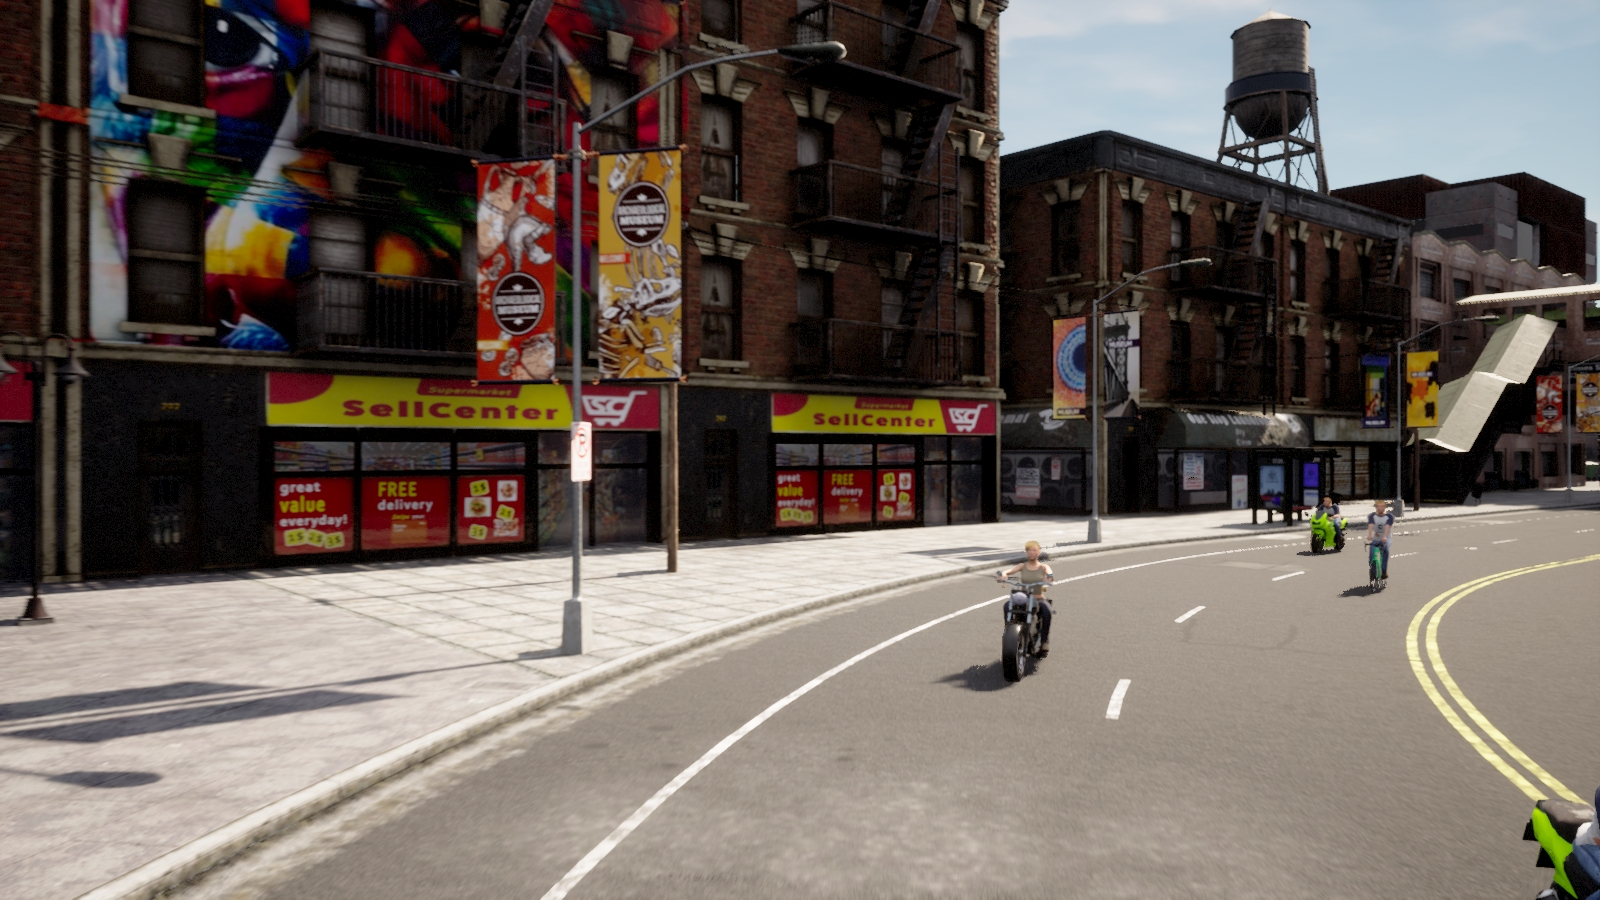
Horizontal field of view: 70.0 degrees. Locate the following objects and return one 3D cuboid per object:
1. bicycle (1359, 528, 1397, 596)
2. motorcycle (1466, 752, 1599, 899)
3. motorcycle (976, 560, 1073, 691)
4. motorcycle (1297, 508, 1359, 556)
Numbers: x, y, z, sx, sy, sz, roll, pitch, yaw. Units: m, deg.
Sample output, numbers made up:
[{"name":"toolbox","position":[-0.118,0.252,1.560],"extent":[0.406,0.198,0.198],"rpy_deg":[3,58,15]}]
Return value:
[{"name":"bicycle","position":[11.517,2.210,22.733],"extent":[0.373,1.196,1.643],"rpy_deg":[1,1,37]},{"name":"motorcycle","position":[3.842,2.214,5.104],"extent":[0.803,1.145,2.033],"rpy_deg":[1,0,9]},{"name":"motorcycle","position":[2.908,2.171,14.603],"extent":[0.764,1.277,2.356],"rpy_deg":[0,0,22]},{"name":"motorcycle","position":[14.419,2.219,31.195],"extent":[2.033,1.145,0.803],"rpy_deg":[0,1,-42]}]
